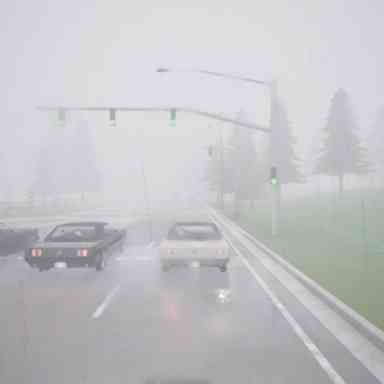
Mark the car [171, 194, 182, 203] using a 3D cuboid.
[{"bbox_3d":[-3.585,1.499,76.064,2.097,1.767,4.553,0,0,0],"label":"car"}]

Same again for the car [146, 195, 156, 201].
[{"bbox_3d":[-10.597,1.527,86.089,1.812,1.442,4.674,0,0,0],"label":"car"}]

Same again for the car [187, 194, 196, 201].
[{"bbox_3d":[-0.097,1.359,86.071,2.097,1.767,4.553,0,0,0],"label":"car"}]

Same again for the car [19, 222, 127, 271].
[{"bbox_3d":[-3.428,1.623,10.917,1.895,1.301,4.718,0,0,0],"label":"car"}]

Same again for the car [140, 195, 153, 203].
[{"bbox_3d":[-10.585,1.738,76.115,1.895,1.301,4.718,0,0,0],"label":"car"}]

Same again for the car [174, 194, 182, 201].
[{"bbox_3d":[-3.597,1.359,86.067,2.097,1.767,4.553,0,0,0],"label":"car"}]

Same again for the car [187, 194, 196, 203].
[{"bbox_3d":[-0.085,1.667,75.681,2.128,1.511,4.902,0,0,0],"label":"car"}]

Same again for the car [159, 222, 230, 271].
[{"bbox_3d":[0.074,1.623,10.968,1.895,1.301,4.718,0,0,0],"label":"car"}]

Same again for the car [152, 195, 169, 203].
[{"bbox_3d":[-7.085,1.667,75.673,2.128,1.511,4.902,0,0,0],"label":"car"}]

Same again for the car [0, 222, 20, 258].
[{"bbox_3d":[-6.926,1.623,10.978,1.895,1.301,4.718,0,0,0],"label":"car"}]

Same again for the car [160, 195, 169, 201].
[{"bbox_3d":[-7.097,1.543,86.093,2.033,1.411,5.357,0,0,0],"label":"car"}]
